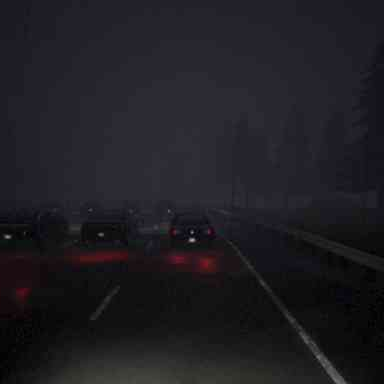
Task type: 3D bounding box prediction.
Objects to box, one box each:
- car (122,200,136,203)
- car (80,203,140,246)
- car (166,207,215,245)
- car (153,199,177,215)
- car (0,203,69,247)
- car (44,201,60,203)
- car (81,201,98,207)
[{"bbox_3d":[-6.137,1.530,32.464,1.812,1.442,4.674,0,0,-14],"label":"car"},{"bbox_3d":[-3.590,1.482,15.207,1.882,1.535,5.008,0,0,-3],"label":"car"},{"bbox_3d":[-0.095,1.613,15.397,1.895,1.301,4.718,0,0,-3],"label":"car"},{"bbox_3d":[-2.744,1.514,33.321,1.837,1.490,4.892,0,0,-14],"label":"car"},{"bbox_3d":[-7.086,1.492,15.048,2.128,1.511,4.902,0,0,-3],"label":"car"},{"bbox_3d":[-12.924,1.560,30.749,2.033,1.411,5.357,0,0,-14],"label":"car"},{"bbox_3d":[-9.530,1.570,31.607,1.994,1.385,4.181,0,0,-14],"label":"car"}]
